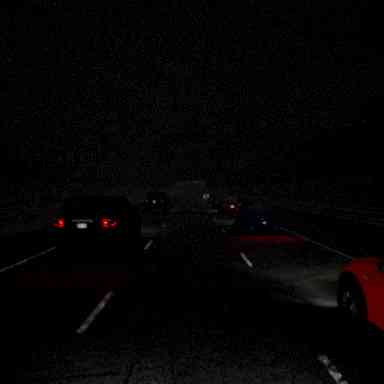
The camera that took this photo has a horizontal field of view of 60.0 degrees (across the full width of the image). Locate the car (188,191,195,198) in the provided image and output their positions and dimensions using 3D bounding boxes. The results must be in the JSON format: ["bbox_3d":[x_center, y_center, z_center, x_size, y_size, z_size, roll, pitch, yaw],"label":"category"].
[{"bbox_3d":[-0.114,0.888,95.575,2.128,1.511,4.902,0,0,0],"label":"car"}]

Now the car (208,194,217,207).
[{"bbox_3d":[3.450,1.240,41.955,2.033,1.411,5.357,0,0,0],"label":"car"}]

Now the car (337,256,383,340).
[{"bbox_3d":[3.592,1.321,4.046,2.097,1.767,4.553,0,0,1],"label":"car"}]

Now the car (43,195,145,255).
[{"bbox_3d":[-3.416,1.122,12.999,2.150,2.045,5.566,0,0,0],"label":"car"}]

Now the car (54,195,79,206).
[{"bbox_3d":[-17.629,1.183,47.015,1.812,1.442,4.674,0,0,0],"label":"car"}]

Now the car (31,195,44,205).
[{"bbox_3d":[-21.127,1.147,47.577,2.128,1.511,4.902,0,0,0],"label":"car"}]

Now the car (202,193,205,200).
[{"bbox_3d":[3.423,1.146,63.989,1.895,1.301,4.718,0,0,0],"label":"car"}]

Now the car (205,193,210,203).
[{"bbox_3d":[3.436,1.122,52.956,1.837,1.490,4.892,0,0,0],"label":"car"}]

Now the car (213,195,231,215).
[{"bbox_3d":[3.462,1.274,30.983,2.163,1.488,4.792,0,0,0],"label":"car"}]

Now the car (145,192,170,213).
[{"bbox_3d":[-3.440,0.977,32.914,2.150,2.045,5.566,0,0,0],"label":"car"}]

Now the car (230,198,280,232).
[{"bbox_3d":[3.577,1.334,18.936,1.882,1.535,5.008,0,1,0],"label":"car"}]

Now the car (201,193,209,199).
[{"bbox_3d":[3.397,1.022,85.993,1.895,1.301,4.718,0,0,0],"label":"car"}]
